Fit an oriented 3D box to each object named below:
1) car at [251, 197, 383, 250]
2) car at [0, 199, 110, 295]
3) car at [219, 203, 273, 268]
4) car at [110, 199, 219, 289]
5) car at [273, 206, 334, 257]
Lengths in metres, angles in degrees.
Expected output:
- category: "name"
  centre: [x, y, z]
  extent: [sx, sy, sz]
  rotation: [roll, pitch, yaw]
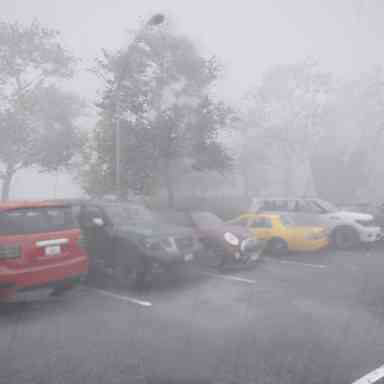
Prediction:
- category: "car"
  centre: [5.019, 1.228, 14.547]
  extent: [5.566, 2.045, 2.435]
  rotation: [-1, -1, 36]
- category: "car"
  centre: [-4.823, 1.229, 7.824]
  extent: [5.566, 2.045, 2.435]
  rotation: [-1, -1, 35]
- category: "car"
  centre: [0.060, 1.366, 11.221]
  extent: [4.553, 1.767, 2.185]
  rotation: [-1, -1, 35]
- category: "car"
  centre: [-2.332, 1.234, 9.500]
  extent: [5.566, 2.045, 2.435]
  rotation: [-1, -1, 35]
- category: "car"
  centre: [2.377, 1.490, 12.985]
  extent: [5.366, 1.575, 1.946]
  rotation: [-1, 0, 35]
